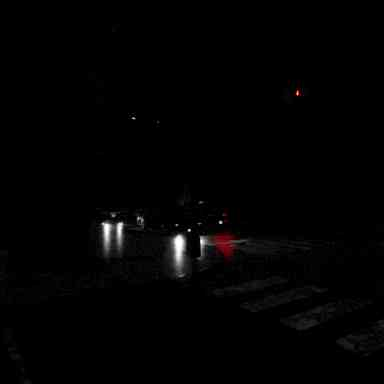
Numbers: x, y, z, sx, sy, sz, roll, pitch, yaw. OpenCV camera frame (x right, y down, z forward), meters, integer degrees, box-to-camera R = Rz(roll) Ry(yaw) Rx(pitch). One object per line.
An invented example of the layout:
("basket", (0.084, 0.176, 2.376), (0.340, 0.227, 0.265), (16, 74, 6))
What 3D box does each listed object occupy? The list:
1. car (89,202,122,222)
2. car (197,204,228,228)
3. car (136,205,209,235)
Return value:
("car", (-7.550, 1.605, 27.960), (2.128, 1.511, 4.902), (0, 0, -35))
("car", (0.331, 1.574, 21.916), (1.837, 1.490, 4.892), (0, 0, -35))
("car", (-1.519, 1.615, 19.577), (2.033, 1.411, 5.357), (0, 0, -32))
